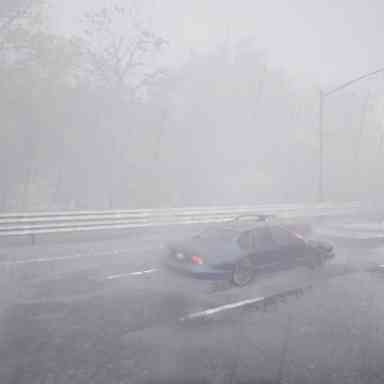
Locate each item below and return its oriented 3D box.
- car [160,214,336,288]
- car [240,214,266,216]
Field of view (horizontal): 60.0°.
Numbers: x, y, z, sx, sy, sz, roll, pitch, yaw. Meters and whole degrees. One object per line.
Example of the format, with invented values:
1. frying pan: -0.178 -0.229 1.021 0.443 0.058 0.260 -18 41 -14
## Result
1. car: 1.772 1.557 9.301 5.357 1.411 2.033 0 0 -35
2. car: 3.233 1.617 14.631 4.718 1.301 1.895 0 0 -35
